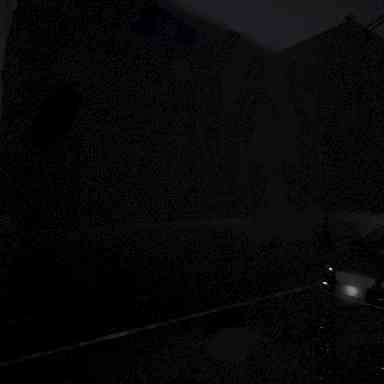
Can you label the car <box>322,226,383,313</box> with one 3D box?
[{"bbox_3d":[4.848,1.478,7.249,4.902,1.511,2.128,0,0,-34],"label":"car"}]
